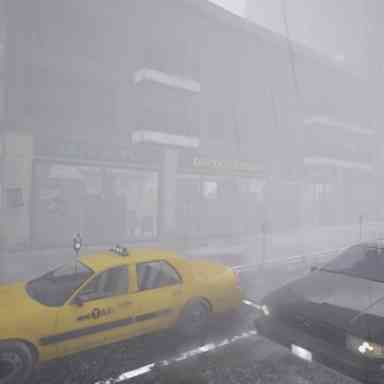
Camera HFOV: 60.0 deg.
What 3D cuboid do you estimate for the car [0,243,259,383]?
[{"bbox_3d":[-1.366,1.527,5.099,4.829,1.417,1.752,0,2,-35],"label":"car"}]

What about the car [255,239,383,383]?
[{"bbox_3d":[3.488,1.551,5.557,5.357,1.411,2.033,0,0,-35],"label":"car"}]
